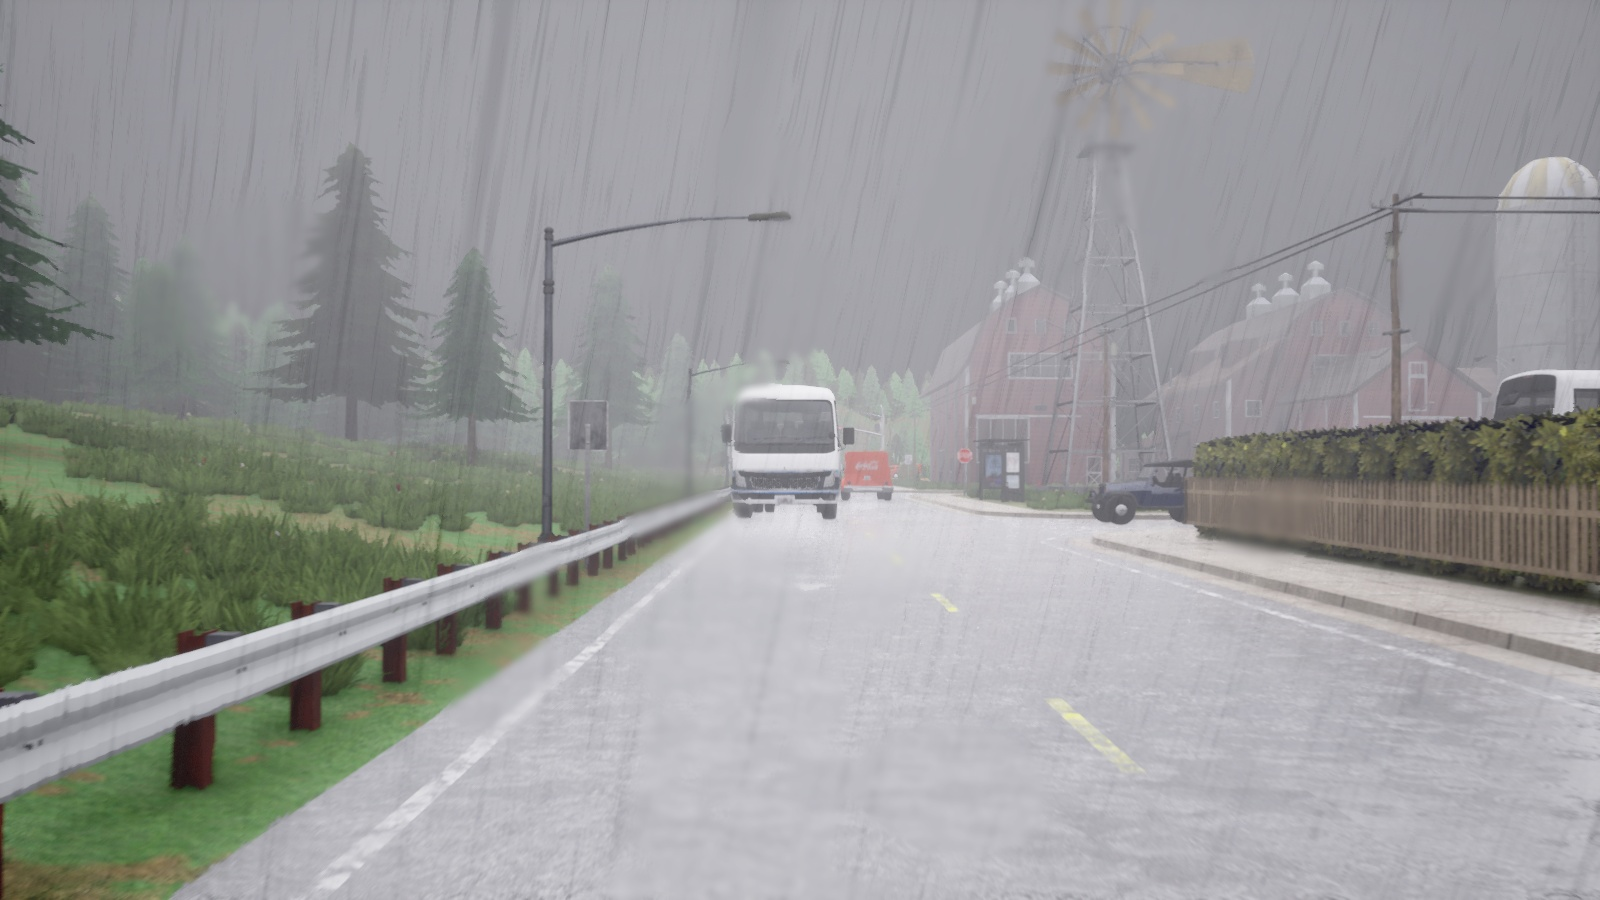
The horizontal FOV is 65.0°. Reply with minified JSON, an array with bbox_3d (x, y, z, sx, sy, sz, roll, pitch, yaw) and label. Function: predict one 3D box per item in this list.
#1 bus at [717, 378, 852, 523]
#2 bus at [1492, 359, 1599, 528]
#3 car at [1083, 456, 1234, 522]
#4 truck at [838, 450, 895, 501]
[{"bbox_3d":[-0.260,0.076,42.334,3.944,4.253,10.273,-1,-1,2],"label":"bus"},{"bbox_3d":[24.708,-0.157,33.495,10.273,4.253,3.944,0,-1,0],"label":"bus"},{"bbox_3d":[10.466,1.123,36.863,3.866,1.878,1.905,0,-1,-1],"label":"car"},{"bbox_3d":[3.341,1.281,64.236,2.627,2.467,5.204,0,-1,0],"label":"truck"}]
